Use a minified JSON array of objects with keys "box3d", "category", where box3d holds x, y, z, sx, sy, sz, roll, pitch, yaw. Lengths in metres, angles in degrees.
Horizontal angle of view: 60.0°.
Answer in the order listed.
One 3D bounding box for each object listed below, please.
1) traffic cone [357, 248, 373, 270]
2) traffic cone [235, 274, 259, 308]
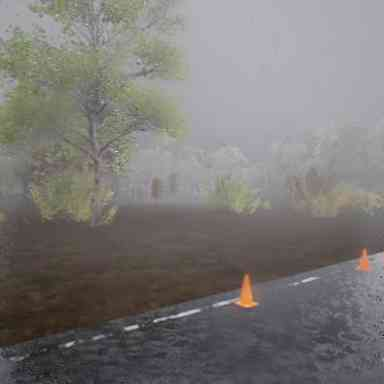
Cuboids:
[{"box3d":[5.033,1.942,9.687,0.340,0.580,0.340,0,0,-38],"category":"traffic cone"},{"box3d":[1.106,1.953,6.683,0.340,0.580,0.340,0,0,-37],"category":"traffic cone"}]
